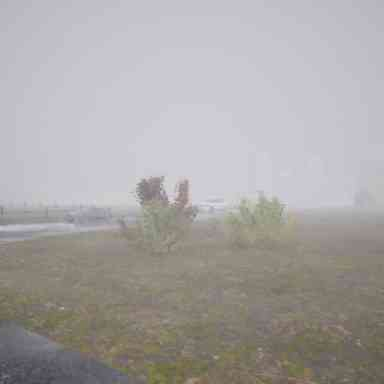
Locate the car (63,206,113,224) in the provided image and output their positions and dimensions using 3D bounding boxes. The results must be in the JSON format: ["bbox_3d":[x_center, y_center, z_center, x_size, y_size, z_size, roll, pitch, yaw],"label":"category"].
[{"bbox_3d":[-8.985,1.950,29.008,1.994,1.385,4.181,-2,-2,36],"label":"car"}]

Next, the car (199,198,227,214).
[{"bbox_3d":[2.710,1.827,45.247,2.150,2.045,5.566,-2,-2,36],"label":"car"}]

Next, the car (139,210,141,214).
[{"bbox_3d":[-3.548,2.035,36.558,2.033,1.411,5.357,-2,-2,36],"label":"car"}]
